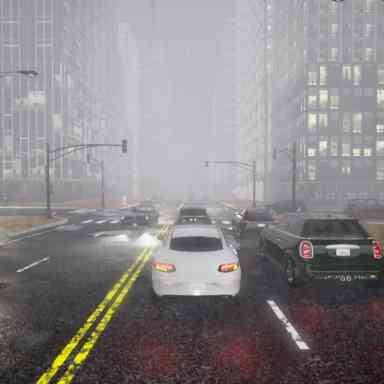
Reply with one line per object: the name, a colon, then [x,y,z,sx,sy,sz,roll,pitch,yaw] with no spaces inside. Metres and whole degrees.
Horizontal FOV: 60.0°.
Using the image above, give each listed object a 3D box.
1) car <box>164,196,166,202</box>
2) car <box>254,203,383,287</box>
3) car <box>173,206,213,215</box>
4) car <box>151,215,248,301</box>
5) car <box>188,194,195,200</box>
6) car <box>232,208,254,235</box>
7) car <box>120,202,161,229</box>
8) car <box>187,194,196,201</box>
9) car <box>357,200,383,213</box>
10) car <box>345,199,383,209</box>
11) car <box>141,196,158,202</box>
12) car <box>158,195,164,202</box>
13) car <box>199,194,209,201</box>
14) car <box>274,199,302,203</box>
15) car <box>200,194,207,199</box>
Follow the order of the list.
car: [-6.681,1.416,71.475,1.882,1.535,5.008,0,0,0]
car: [3.327,1.348,9.460,2.097,1.767,4.553,0,0,0]
car: [0.056,1.495,17.432,1.837,1.490,4.892,0,0,0]
car: [0.081,1.522,8.184,1.812,1.442,4.674,0,0,0]
car: [-0.228,1.220,90.766,1.882,1.535,5.008,0,0,0]
car: [3.304,1.555,17.846,1.994,1.385,4.181,0,0,0]
car: [-3.282,1.586,21.498,1.895,1.301,4.718,0,0,1]
car: [-0.201,1.418,80.348,1.837,1.490,4.892,0,0,0]
car: [21.715,1.642,37.900,4.829,1.417,1.752,1,0,1]
car: [16.127,1.519,29.599,5.009,1.841,2.192,1,0,1]
car: [-6.718,1.528,50.776,1.994,1.385,4.181,0,0,0]
car: [-6.722,1.429,61.100,1.882,1.535,5.008,0,0,1]
car: [3.049,1.396,80.356,1.882,1.535,5.008,0,0,0]
car: [9.749,1.559,35.477,4.892,1.490,1.837,0,1,1]
car: [3.022,1.266,90.773,1.812,1.442,4.674,0,0,0]
